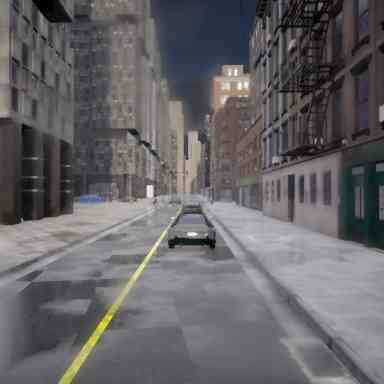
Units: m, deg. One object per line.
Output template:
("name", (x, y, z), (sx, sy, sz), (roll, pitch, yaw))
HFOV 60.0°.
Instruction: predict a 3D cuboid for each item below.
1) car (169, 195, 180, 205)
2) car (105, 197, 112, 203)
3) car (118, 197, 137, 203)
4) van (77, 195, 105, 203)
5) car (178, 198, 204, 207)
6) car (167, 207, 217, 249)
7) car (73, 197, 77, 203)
("car", (-3.000, 1.406, 60.097), (2.097, 1.767, 4.553), (0, 0, 0))
("car", (-20.119, 1.734, 74.952), (4.313, 1.339, 1.947), (0, 0, 0))
("car", (-14.470, 1.711, 74.946), (4.206, 1.307, 1.802), (0, 0, 0))
("van", (-20.120, 1.434, 66.428), (3.998, 1.788, 1.690), (0, 0, 0))
("car", (0.000, 1.524, 29.651), (1.837, 1.490, 4.892), (0, 0, 0))
("car", (0.000, 1.575, 14.650), (1.994, 1.385, 4.181), (0, 0, 0))
("car", (-25.768, 1.758, 74.957), (4.403, 1.369, 2.008), (0, 0, 0))
